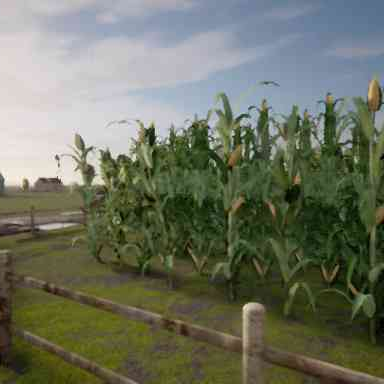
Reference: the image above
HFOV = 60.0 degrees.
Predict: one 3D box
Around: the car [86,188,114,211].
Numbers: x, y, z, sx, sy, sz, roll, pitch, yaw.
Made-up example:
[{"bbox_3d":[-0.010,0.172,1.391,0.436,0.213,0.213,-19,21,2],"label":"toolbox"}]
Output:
[{"bbox_3d":[-7.568,0.669,30.888,2.150,2.045,5.566,1,2,22],"label":"car"}]
